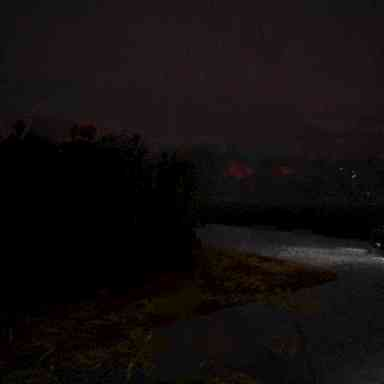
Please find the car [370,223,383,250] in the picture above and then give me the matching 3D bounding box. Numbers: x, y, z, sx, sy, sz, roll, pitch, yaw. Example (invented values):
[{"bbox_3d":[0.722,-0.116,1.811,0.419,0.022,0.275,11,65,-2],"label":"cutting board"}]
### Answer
[{"bbox_3d":[9.056,1.401,12.043,4.553,1.767,2.097,2,0,2],"label":"car"}]
